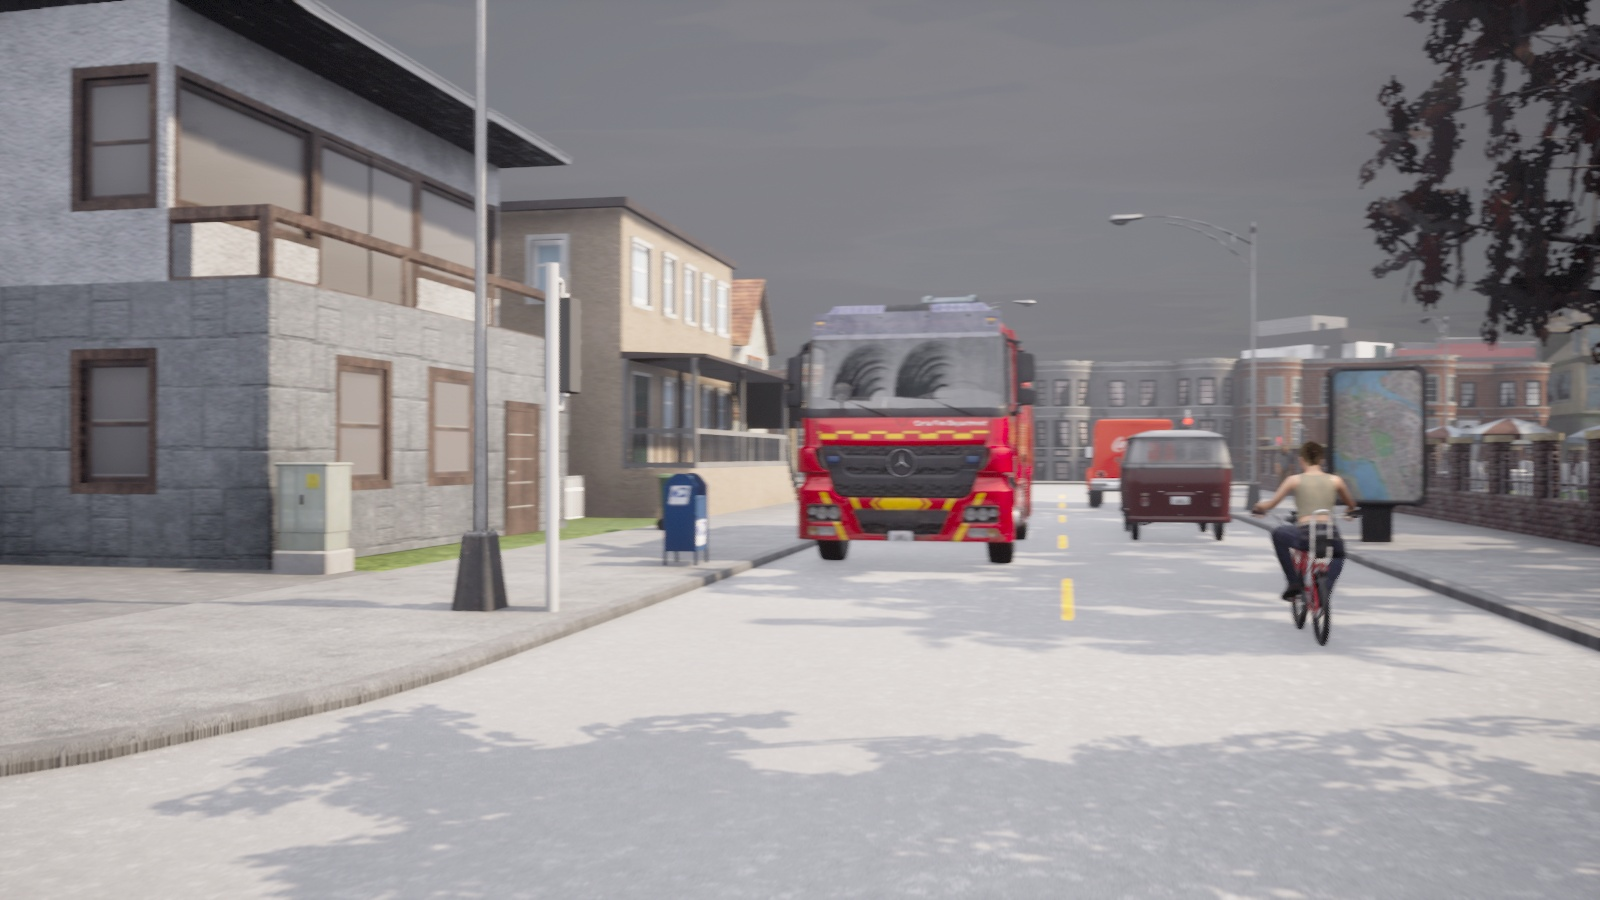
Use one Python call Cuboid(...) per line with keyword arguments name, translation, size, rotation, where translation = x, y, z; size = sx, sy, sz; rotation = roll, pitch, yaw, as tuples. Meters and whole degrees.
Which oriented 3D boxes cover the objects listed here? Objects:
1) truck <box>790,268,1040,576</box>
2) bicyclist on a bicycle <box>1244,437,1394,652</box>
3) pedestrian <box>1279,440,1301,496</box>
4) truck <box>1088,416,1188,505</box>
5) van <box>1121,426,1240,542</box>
Cuboid(name="truck", translation=(2.215, -0.325, 20.084), size=(2.891, 3.827, 8.468), rotation=(0, 0, 13))
Cuboid(name="bicyclist on a bicycle", translation=(4.205, 0.718, 10.291), size=(0.866, 1.612, 1.509), rotation=(0, 0, 12))
Cuboid(name="pedestrian", translation=(16.456, 0.602, 42.193), size=(0.540, 1.848, 0.694), rotation=(0, 0, 10))
Cuboid(name="truck", translation=(10.075, 0.385, 37.835), size=(2.627, 2.467, 5.204), rotation=(0, -2, 12))
Cuboid(name="van", translation=(7.082, 0.590, 23.739), size=(1.775, 1.987, 4.442), rotation=(0, 0, 12))
